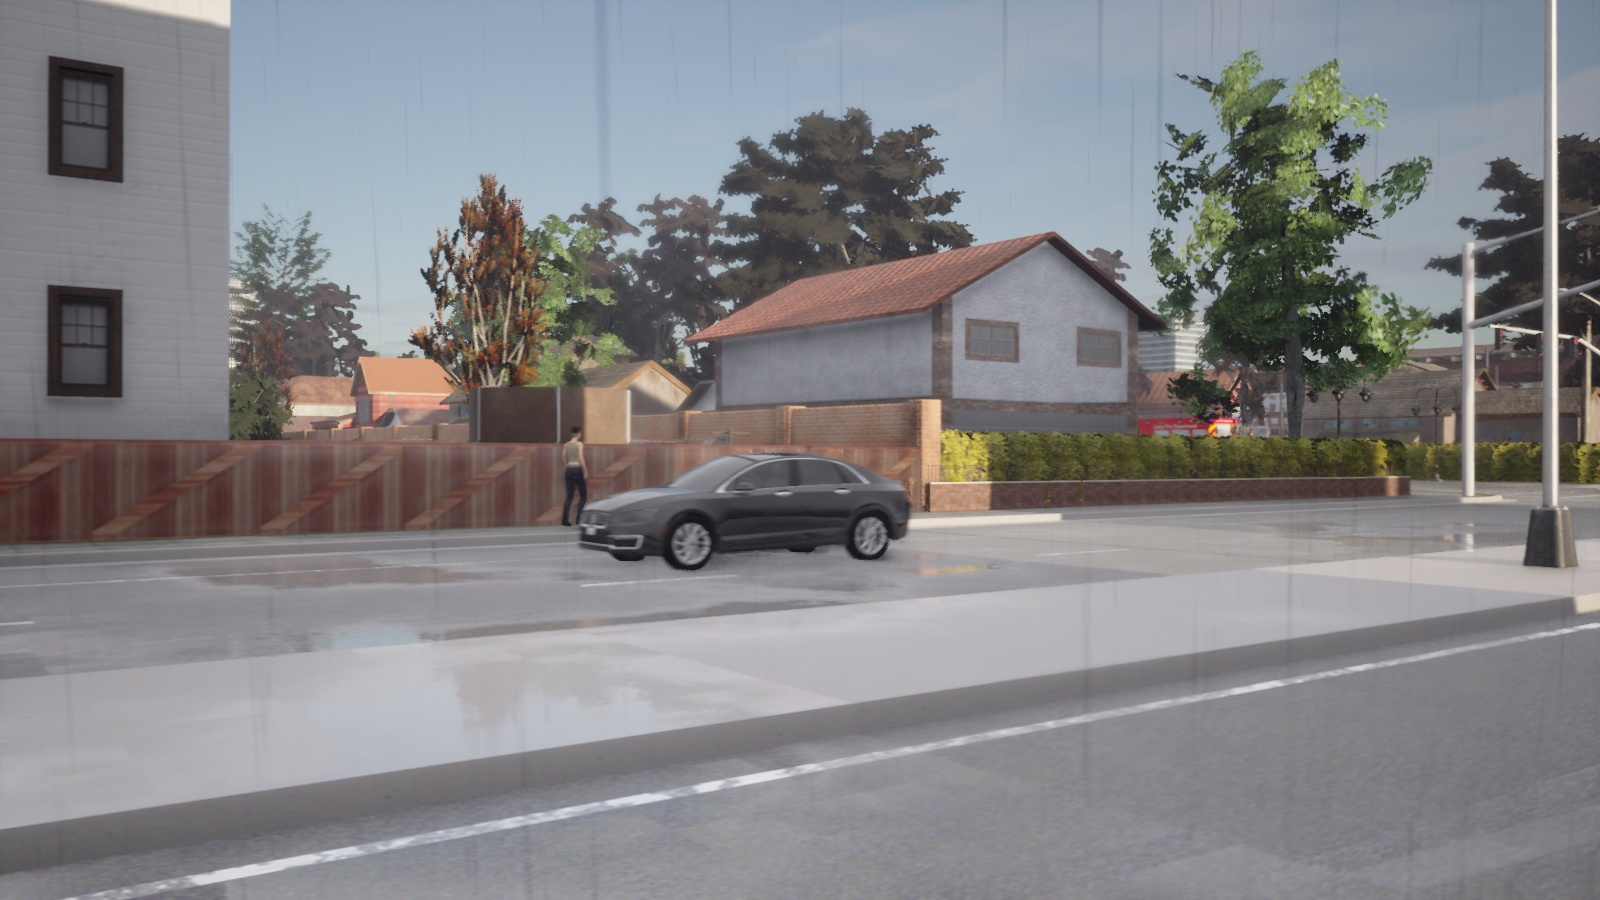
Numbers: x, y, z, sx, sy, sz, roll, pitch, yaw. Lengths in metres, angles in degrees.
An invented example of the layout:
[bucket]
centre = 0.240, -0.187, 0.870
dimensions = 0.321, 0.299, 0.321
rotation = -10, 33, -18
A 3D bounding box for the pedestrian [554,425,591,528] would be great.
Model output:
[pedestrian]
centre = -4.103, 0.471, 22.642
dimensions = 0.345, 1.836, 0.594
rotation = 0, 0, 34

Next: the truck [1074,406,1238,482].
[truck]
centre = 19.006, -0.280, 67.571
dimensions = 2.891, 3.827, 8.468
rotation = 0, 0, -37

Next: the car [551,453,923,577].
[car]
centre = -0.781, 0.799, 17.339
dimensions = 4.892, 1.490, 1.837
rotation = 0, 0, -34
